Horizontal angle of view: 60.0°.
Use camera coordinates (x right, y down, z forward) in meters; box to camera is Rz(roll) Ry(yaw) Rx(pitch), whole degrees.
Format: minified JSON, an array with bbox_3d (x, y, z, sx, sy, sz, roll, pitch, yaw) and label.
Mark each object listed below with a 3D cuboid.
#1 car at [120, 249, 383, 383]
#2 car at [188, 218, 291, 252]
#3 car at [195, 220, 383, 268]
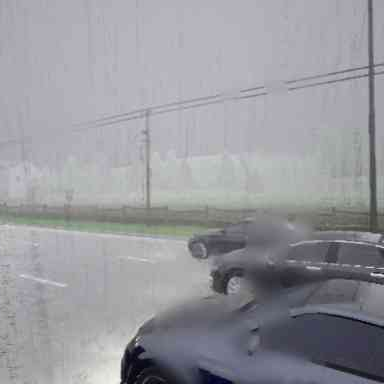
[{"bbox_3d":[1.295,1.572,3.069,4.181,1.385,1.994,-1,0,35],"label":"car"},{"bbox_3d":[2.027,1.587,11.142,4.674,1.442,1.812,-1,-1,35],"label":"car"},{"bbox_3d":[2.642,1.525,6.407,4.892,1.490,1.837,-1,0,35],"label":"car"}]
